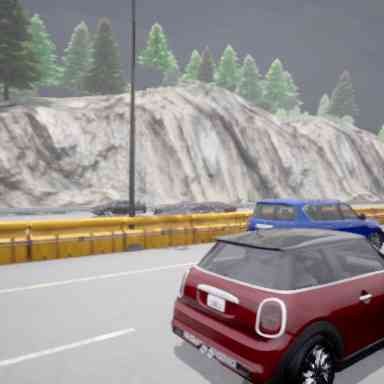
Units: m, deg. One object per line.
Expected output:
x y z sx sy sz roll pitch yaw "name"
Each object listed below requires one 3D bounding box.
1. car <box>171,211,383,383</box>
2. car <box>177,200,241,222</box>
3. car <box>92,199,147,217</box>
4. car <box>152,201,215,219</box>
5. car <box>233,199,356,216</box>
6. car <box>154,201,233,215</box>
2.002 1.364 5.245 4.553 1.767 2.097 1 0 -36 "car"
1.423 1.483 26.632 5.008 1.535 1.882 1 0 -36 "car"
-6.409 1.429 29.635 4.892 1.490 1.837 1 0 -36 "car"
-0.693 1.521 29.421 5.357 1.411 2.033 1 0 -36 "car"
4.258 1.252 11.234 5.566 2.045 2.150 0 0 -36 "car"
0.028 1.491 21.332 4.892 1.490 1.837 1 0 -36 "car"
